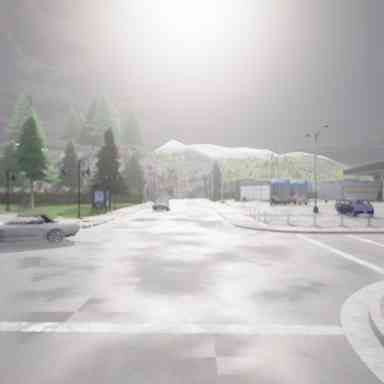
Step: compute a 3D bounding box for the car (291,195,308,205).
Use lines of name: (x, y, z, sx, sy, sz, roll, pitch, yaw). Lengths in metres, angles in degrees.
car: (17.316, 1.274, 54.651, 2.152, 1.636, 5.027, 0, 0, 0)

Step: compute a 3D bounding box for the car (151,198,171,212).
car: (-3.516, 1.491, 38.738, 1.812, 1.442, 4.674, 0, 0, 0)

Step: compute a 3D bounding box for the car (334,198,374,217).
car: (13.943, 1.344, 28.595, 1.845, 1.501, 3.633, 0, 0, 0)

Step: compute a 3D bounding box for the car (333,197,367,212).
car: (16.993, 1.347, 35.988, 1.970, 1.475, 3.806, 0, 0, 0)

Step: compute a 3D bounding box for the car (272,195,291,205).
car: (14.179, 1.283, 54.628, 2.007, 1.523, 4.514, 0, 0, 0)

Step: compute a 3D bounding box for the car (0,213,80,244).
car: (-7.430, 1.581, 14.464, 4.718, 1.301, 1.895, 0, 0, -25)
